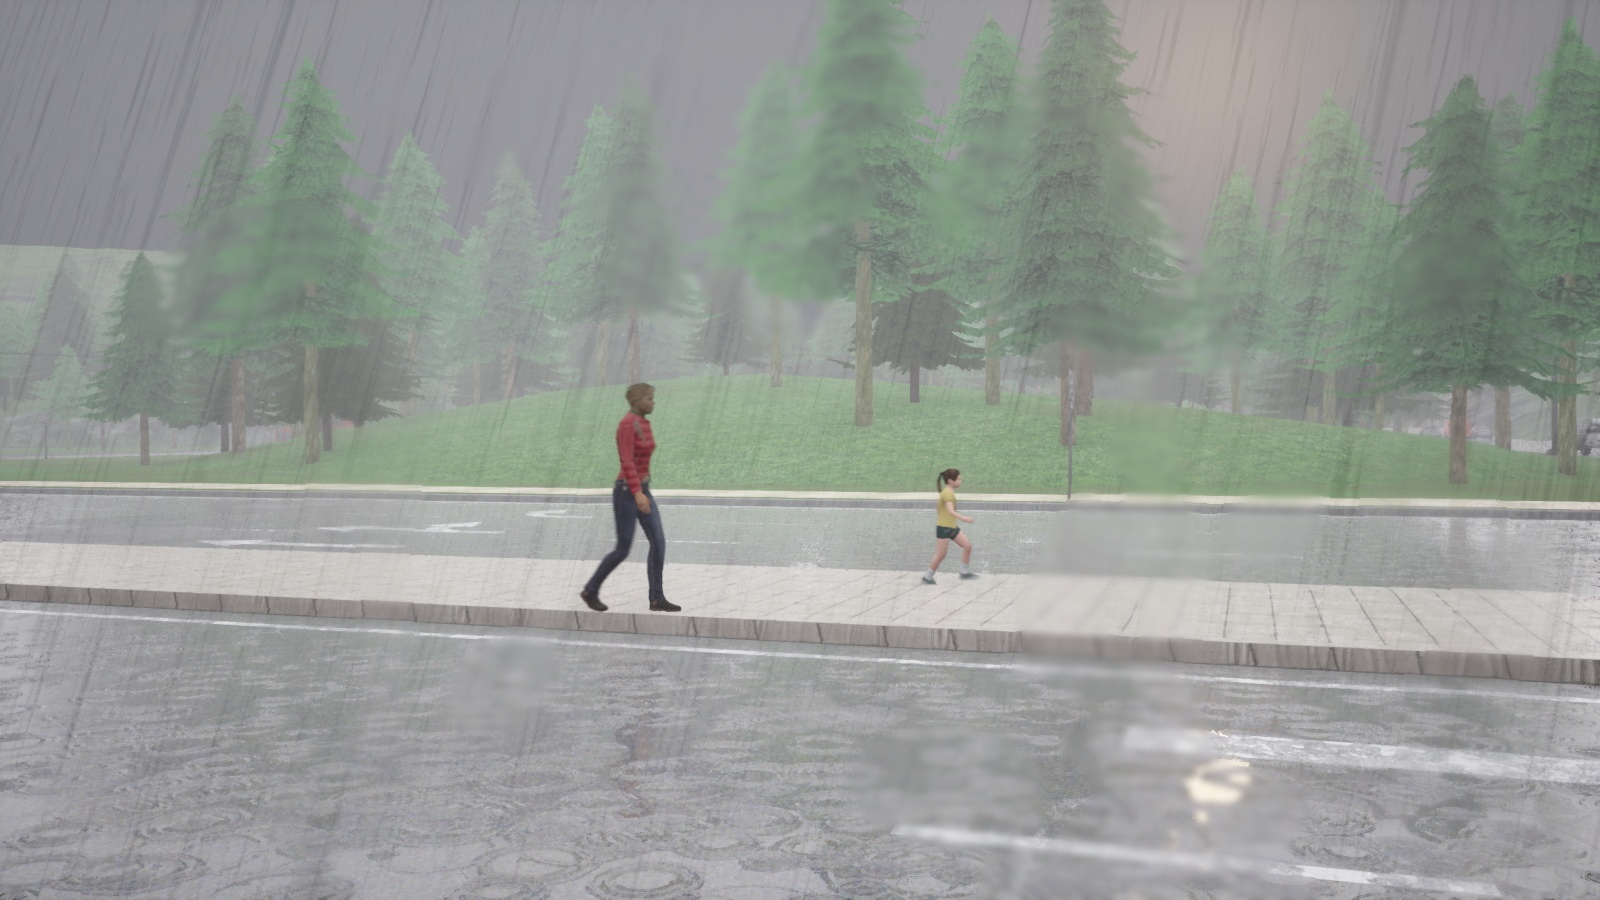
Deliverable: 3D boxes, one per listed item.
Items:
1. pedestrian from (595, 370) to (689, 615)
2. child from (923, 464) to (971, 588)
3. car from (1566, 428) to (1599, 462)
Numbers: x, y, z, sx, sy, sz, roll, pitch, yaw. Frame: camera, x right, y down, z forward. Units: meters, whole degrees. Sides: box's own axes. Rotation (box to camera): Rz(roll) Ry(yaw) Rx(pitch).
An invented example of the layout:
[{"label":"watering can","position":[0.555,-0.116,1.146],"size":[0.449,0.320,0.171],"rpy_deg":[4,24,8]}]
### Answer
[{"label":"pedestrian","position":[-1.222,0.316,9.738],"size":[0.636,1.846,0.331],"rpy_deg":[1,1,19]},{"label":"child","position":[1.343,0.684,11.463],"size":[0.394,1.110,0.255],"rpy_deg":[0,1,17]},{"label":"car","position":[43.918,-0.300,69.210],"size":[1.932,1.855,4.605],"rpy_deg":[1,1,19]}]
